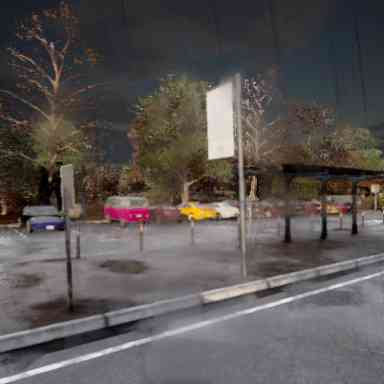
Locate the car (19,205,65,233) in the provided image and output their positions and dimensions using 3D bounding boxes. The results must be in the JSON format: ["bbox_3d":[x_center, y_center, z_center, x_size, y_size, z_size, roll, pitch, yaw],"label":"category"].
[{"bbox_3d":[-9.143,1.533,20.132,2.163,1.488,4.792,0,0,-36],"label":"car"}]

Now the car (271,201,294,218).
[{"bbox_3d":[6.636,1.592,31.468,2.097,1.535,5.008,0,0,-36],"label":"car"}]

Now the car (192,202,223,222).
[{"bbox_3d":[-0.129,1.553,26.613,2.097,1.535,5.008,0,0,-36],"label":"car"}]

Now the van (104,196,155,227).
[{"bbox_3d":[-4.714,1.302,23.481,1.878,1.987,4.442,0,0,-36],"label":"van"}]

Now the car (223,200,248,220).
[{"bbox_3d":[2.126,1.606,28.231,2.002,1.452,4.674,0,0,-36],"label":"car"}]

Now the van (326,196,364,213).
[{"bbox_3d":[17.992,1.436,39.443,1.878,1.987,4.442,0,0,-36],"label":"van"}]

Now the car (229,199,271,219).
[{"bbox_3d":[4.364,1.453,29.874,2.185,1.767,4.553,0,0,-36],"label":"car"}]

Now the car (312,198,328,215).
[{"bbox_3d":[11.135,1.649,34.716,2.163,1.488,4.792,0,0,-36],"label":"car"}]

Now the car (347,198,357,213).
[{"bbox_3d":[15.650,1.677,37.948,2.163,1.488,4.792,0,0,-36],"label":"car"}]

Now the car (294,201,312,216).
[{"bbox_3d":[8.900,1.607,33.073,2.231,1.521,4.892,0,0,-36],"label":"car"}]

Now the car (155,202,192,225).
[{"bbox_3d":[-2.389,1.580,24.998,2.002,1.452,4.674,0,0,-36],"label":"car"}]

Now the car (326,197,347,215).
[{"bbox_3d":[13.517,1.630,36.156,1.946,1.575,5.366,0,0,-36],"label":"car"}]
